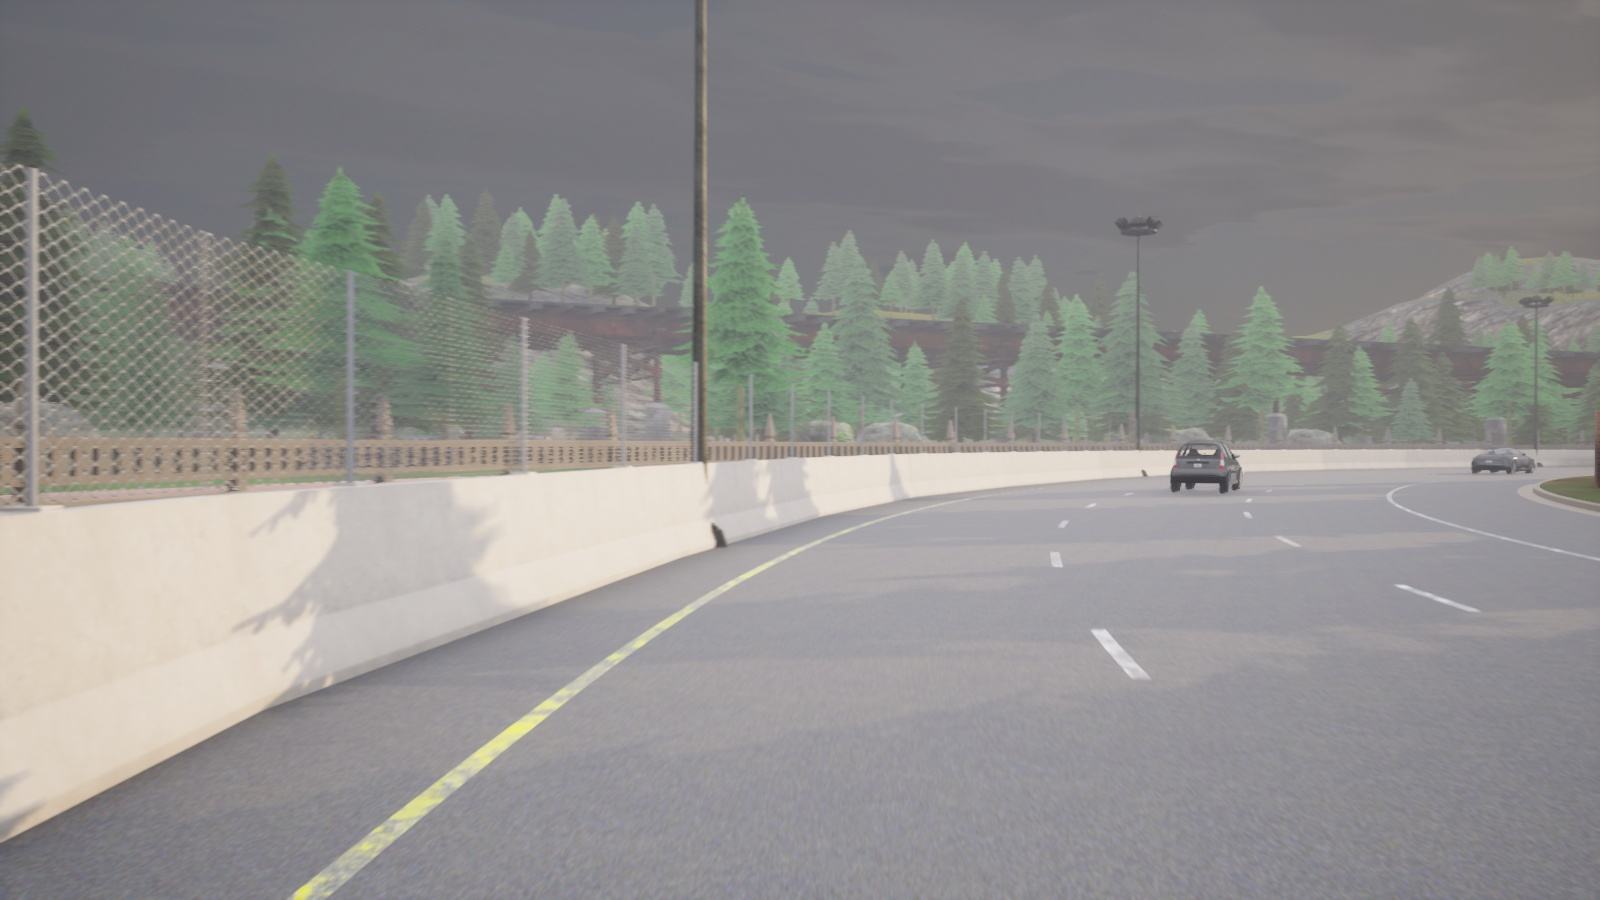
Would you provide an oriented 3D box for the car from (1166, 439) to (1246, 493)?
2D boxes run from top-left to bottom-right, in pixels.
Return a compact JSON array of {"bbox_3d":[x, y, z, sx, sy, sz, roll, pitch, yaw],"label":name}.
[{"bbox_3d":[13.015,0.484,40.143,1.851,1.617,3.988,0,0,26],"label":"car"}]

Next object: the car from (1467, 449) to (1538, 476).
[{"bbox_3d":[36.706,0.624,65.608,4.181,1.385,1.994,0,0,-42],"label":"car"}]
